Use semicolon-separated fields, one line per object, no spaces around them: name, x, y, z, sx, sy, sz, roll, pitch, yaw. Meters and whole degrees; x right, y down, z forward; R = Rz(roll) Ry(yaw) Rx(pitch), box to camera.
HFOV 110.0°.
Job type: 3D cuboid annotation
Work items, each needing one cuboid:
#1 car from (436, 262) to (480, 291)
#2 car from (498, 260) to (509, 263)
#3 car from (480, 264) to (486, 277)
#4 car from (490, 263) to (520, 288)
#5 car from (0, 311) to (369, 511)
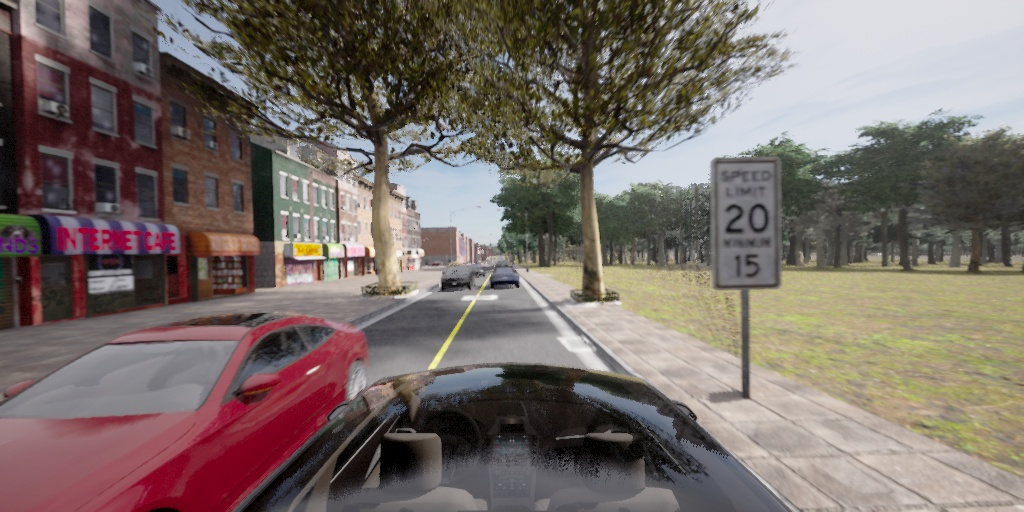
car;-3.409;1.356;23.345;1.882;1.535;5.008;-1;0;-2
car;-1.238;1.326;50.142;2.097;1.767;4.553;-1;0;-2
car;-3.713;1.542;37.152;1.994;1.385;4.181;-1;0;-2
car;-0.516;1.389;24.989;1.994;1.385;4.181;-1;0;-2
car;-2.846;1.334;3.298;1.812;1.442;4.674;-1;0;-2
